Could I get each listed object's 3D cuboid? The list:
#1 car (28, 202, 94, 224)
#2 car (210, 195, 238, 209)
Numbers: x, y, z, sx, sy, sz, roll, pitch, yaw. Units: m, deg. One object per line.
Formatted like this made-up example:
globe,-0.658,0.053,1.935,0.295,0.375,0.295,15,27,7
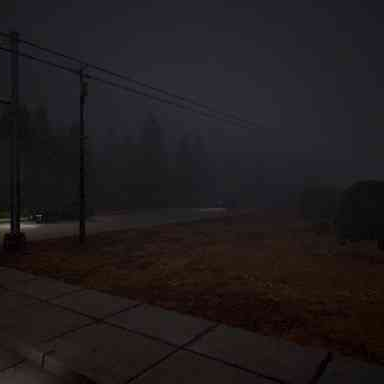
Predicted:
car,-9.692,1.510,25.004,1.837,1.490,4.892,0,1,37
car,4.217,1.234,43.717,2.097,1.767,4.553,0,0,37
